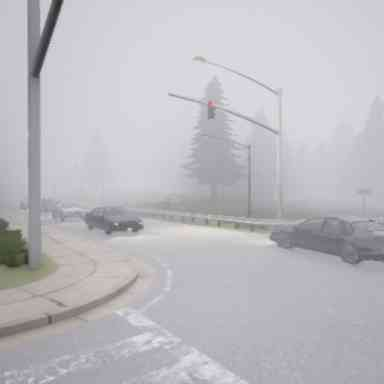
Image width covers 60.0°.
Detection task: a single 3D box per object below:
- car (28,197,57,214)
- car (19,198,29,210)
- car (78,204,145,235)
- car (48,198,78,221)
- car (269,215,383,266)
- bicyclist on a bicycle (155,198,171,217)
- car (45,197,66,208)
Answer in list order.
[{"bbox_3d":[-15.408,1.491,34.983,2.128,1.511,4.902,0,0,-34],"label":"car"},{"bbox_3d":[-21.195,1.526,43.480,1.812,1.442,4.674,0,0,-34],"label":"car"},{"bbox_3d":[-4.705,1.545,19.370,2.033,1.411,5.357,0,0,-34],"label":"car"},{"bbox_3d":[-10.118,1.524,27.265,1.812,1.442,4.674,0,0,-34],"label":"car"},{"bbox_3d":[5.011,1.518,11.648,2.033,1.411,5.357,0,0,-25],"label":"car"},{"bbox_3d":[-2.360,1.262,28.988,1.656,1.620,0.582,45,-25,-24],"label":"bicyclist on a bicycle"},{"bbox_3d":[-19.563,1.510,47.574,1.812,1.442,4.674,0,0,-34],"label":"car"}]
